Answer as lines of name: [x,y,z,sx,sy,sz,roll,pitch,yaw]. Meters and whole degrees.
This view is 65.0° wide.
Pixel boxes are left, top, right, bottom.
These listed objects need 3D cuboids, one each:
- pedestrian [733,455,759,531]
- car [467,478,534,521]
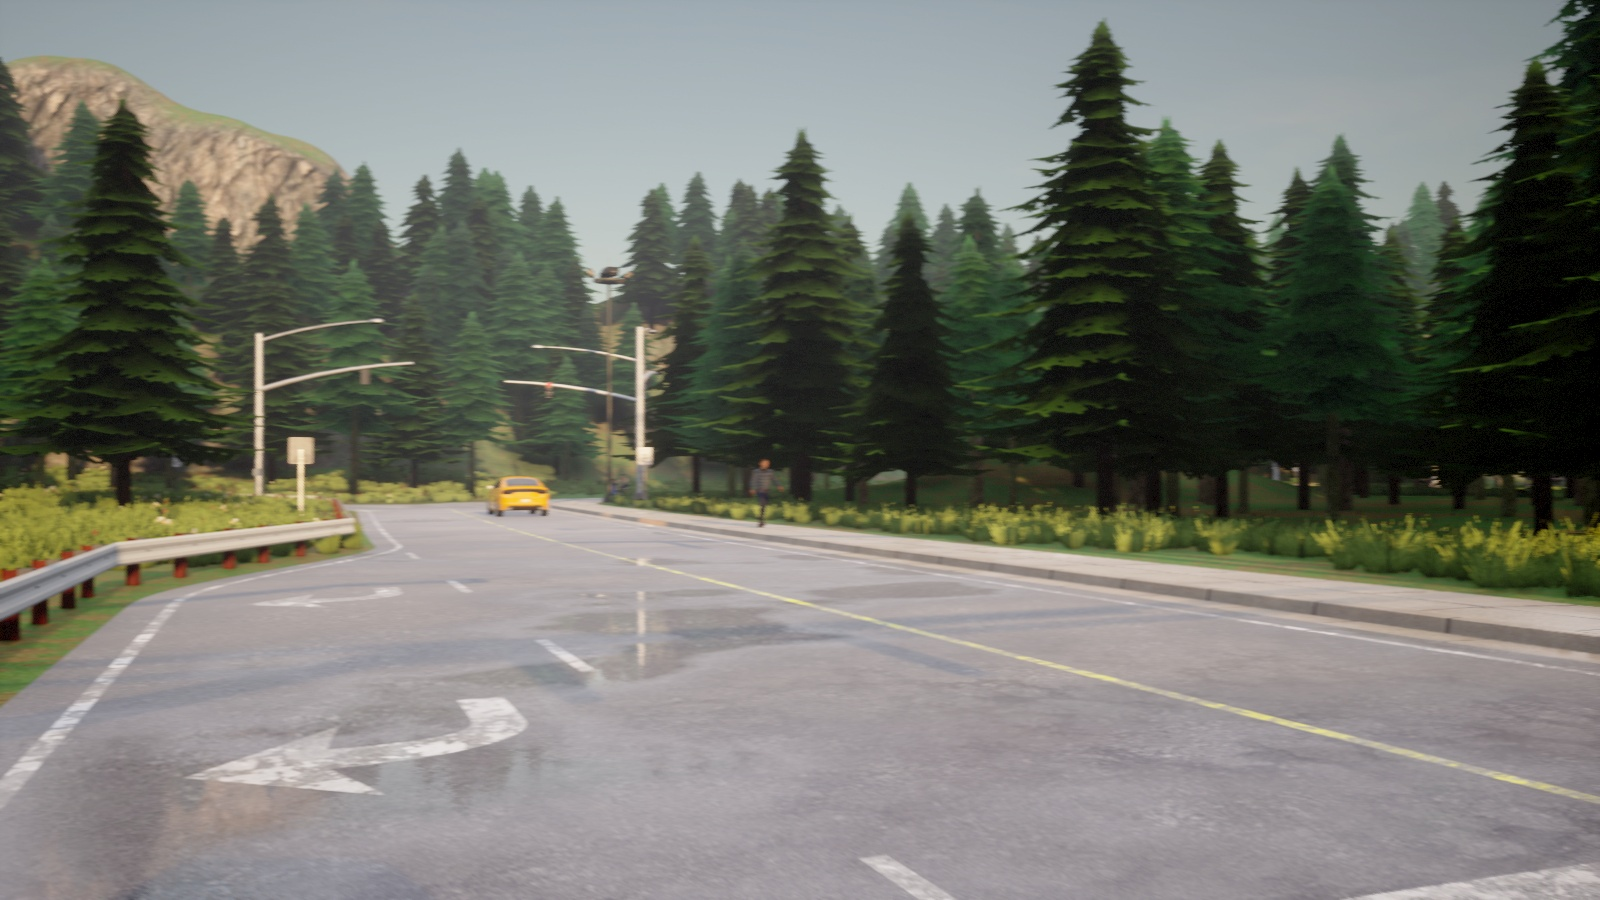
pedestrian: [-1.413,1.106,32.705,0.423,1.949,0.788,0,-1,-21]
car: [-11.566,1.853,48.263,1.882,1.535,5.008,0,-1,-21]
